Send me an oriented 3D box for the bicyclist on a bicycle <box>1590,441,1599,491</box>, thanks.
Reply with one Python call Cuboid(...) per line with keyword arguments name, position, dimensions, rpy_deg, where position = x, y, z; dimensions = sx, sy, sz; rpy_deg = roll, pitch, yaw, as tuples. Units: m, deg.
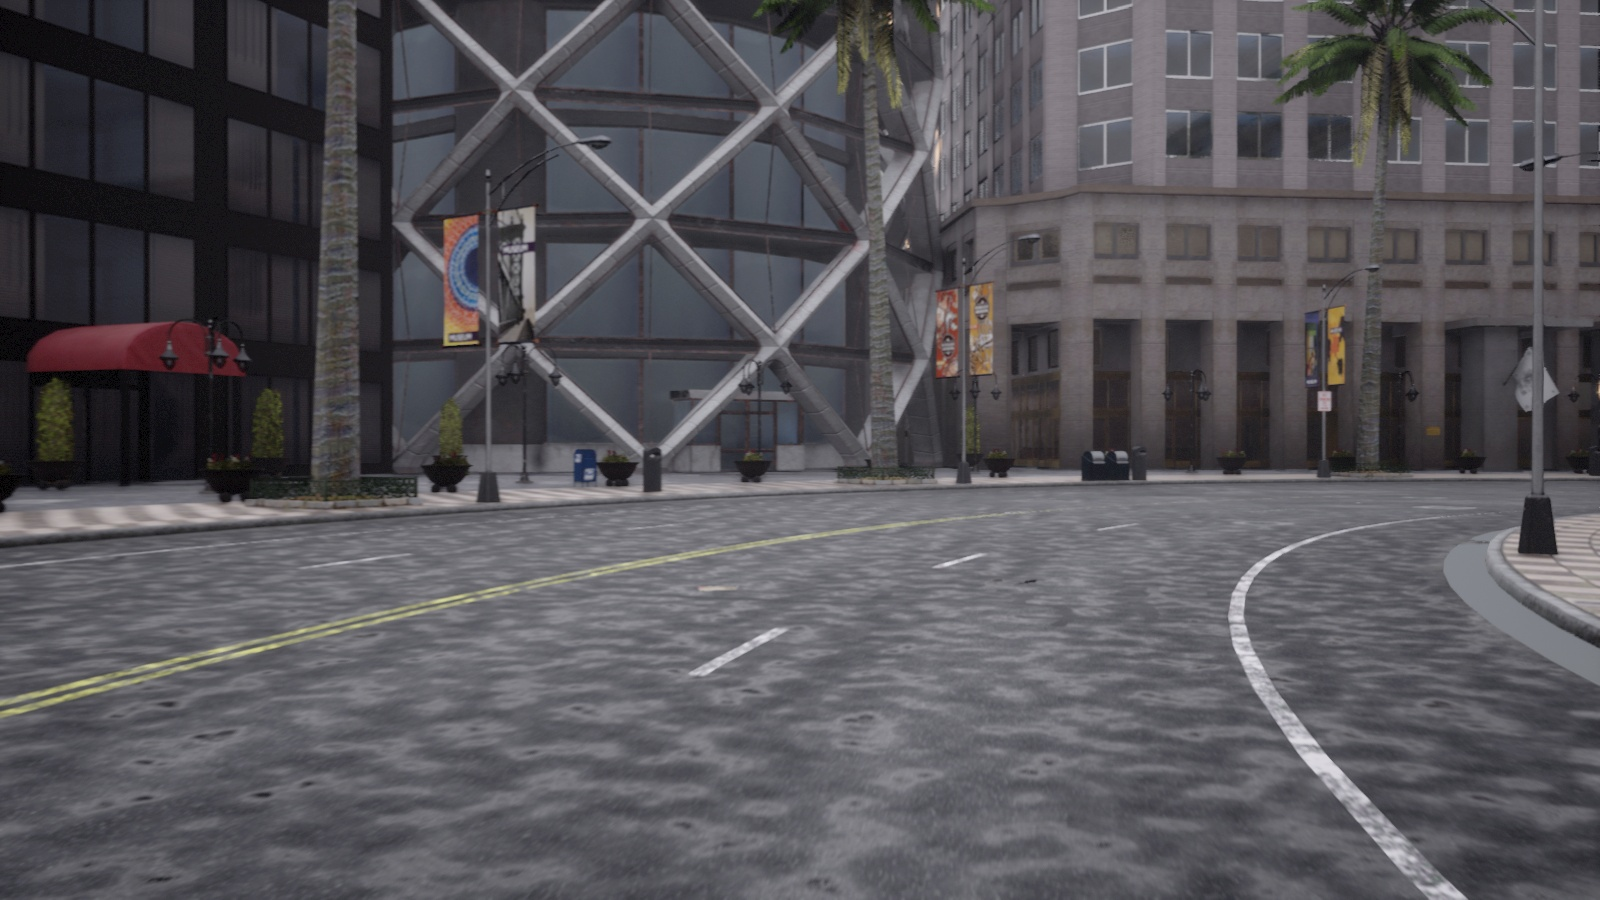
Cuboid(name="bicyclist on a bicycle", position=(26.544, 0.504, 40.564), dimensions=(1.509, 1.612, 0.866), rpy_deg=(0, 1, -8))
